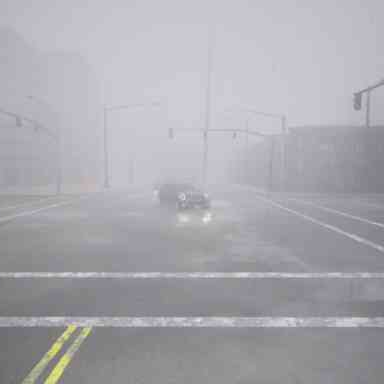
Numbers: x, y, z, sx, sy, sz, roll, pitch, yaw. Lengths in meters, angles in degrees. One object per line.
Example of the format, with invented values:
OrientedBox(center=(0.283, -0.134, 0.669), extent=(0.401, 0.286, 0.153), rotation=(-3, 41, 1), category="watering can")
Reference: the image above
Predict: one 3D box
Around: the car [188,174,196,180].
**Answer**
OrientedBox(center=(0.006, -3.723, 80.757), extent=(2.033, 1.411, 5.357), rotation=(0, 4, 0), category="car")

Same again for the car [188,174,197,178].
OrientedBox(center=(0.006, -2.995, 70.931), extent=(1.994, 1.385, 4.181), rotation=(0, 4, 0), category="car")

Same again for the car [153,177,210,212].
OrientedBox(center=(-0.652, 0.170, 21.421), extent=(2.097, 1.767, 4.553), rotation=(-2, 4, -25), category="car")

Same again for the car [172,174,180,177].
OrientedBox(center=(-3.580, -1.988, 56.347), extent=(1.994, 1.385, 4.181), rotation=(0, 4, 0), category="car")
